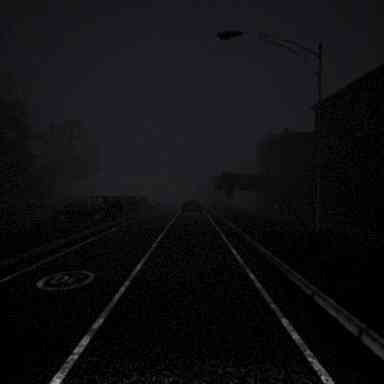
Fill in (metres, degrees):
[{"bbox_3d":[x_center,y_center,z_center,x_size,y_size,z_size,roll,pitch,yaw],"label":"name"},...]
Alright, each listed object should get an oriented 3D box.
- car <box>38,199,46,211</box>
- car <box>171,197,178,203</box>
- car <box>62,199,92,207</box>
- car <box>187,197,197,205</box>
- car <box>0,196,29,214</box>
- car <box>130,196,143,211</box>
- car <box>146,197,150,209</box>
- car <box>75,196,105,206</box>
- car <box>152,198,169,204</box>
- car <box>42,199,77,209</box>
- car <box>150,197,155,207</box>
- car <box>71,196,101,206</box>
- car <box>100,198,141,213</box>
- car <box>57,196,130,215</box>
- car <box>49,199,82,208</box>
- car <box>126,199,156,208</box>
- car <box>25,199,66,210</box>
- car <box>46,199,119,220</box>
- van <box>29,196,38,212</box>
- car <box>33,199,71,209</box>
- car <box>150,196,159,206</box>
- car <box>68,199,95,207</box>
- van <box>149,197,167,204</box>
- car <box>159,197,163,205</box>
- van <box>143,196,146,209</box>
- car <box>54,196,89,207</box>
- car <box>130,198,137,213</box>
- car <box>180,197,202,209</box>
[{"bbox_3d":[-21.919,1.855,46.717,4.674,1.452,2.002,0,-1,0],"label":"car"},{"bbox_3d":[-3.237,1.982,79.121,2.128,1.511,4.902,0,-1,0],"label":"car"},{"bbox_3d":[-21.935,2.053,63.427,5.008,1.535,2.097,0,-1,0],"label":"car"},{"bbox_3d":[0.010,1.685,60.931,1.812,1.442,4.674,0,-1,0],"label":"car"},{"bbox_3d":[-21.886,1.576,38.368,4.553,1.767,2.185,0,-1,0],"label":"car"},{"bbox_3d":[-8.866,1.451,38.409,5.566,2.045,2.435,0,-1,0],"label":"car"},{"bbox_3d":[-8.836,1.816,46.814,4.892,1.521,2.231,0,-1,0],"label":"car"},{"bbox_3d":[-21.922,1.937,71.661,5.566,2.045,2.435,0,-1,0],"label":"car"},{"bbox_3d":[-8.867,2.451,94.463,4.553,1.767,2.185,0,-1,0],"label":"car"},{"bbox_3d":[-21.900,1.960,55.073,4.792,1.488,2.163,0,-1,0],"label":"car"},{"bbox_3d":[-8.842,1.893,52.420,5.008,1.535,2.097,0,-1,0],"label":"car"},{"bbox_3d":[-21.918,1.891,68.999,5.566,2.045,2.435,0,-1,0],"label":"car"},{"bbox_3d":[-8.806,1.612,41.208,4.553,1.767,2.185,0,-1,0],"label":"car"},{"bbox_3d":[-8.869,1.359,30.000,5.566,2.045,2.435,0,-1,0],"label":"car"},{"bbox_3d":[-21.962,1.999,57.858,4.792,1.488,2.163,0,-1,0],"label":"car"},{"bbox_3d":[-8.849,1.972,58.031,4.892,1.521,2.231,0,-1,0],"label":"car"},{"bbox_3d":[-21.738,1.850,49.503,5.366,1.575,1.946,0,-1,0],"label":"car"},{"bbox_3d":[-8.837,1.587,27.197,4.892,1.521,2.231,0,0,0],"label":"car"},{"bbox_3d":[-22.034,1.511,41.149,4.442,1.987,1.878,0,-1,0],"label":"van"},{"bbox_3d":[-21.921,1.892,52.289,5.008,1.535,2.097,0,-1,0],"label":"car"},{"bbox_3d":[-8.879,1.681,55.227,5.566,2.045,2.435,0,-1,0],"label":"car"},{"bbox_3d":[-21.941,2.135,66.087,4.674,1.452,2.002,0,-1,0],"label":"car"},{"bbox_3d":[-8.771,2.207,86.056,4.442,1.987,1.878,0,-1,0],"label":"van"},{"bbox_3d":[-8.859,2.099,66.435,5.008,1.535,2.097,0,-1,0],"label":"car"},{"bbox_3d":[-8.723,1.551,44.014,4.442,1.987,1.878,0,-1,0],"label":"van"},{"bbox_3d":[-21.908,1.759,60.645,5.566,2.045,2.435,0,-1,0],"label":"car"},{"bbox_3d":[-8.844,1.668,35.601,4.892,1.521,2.231,0,-1,0],"label":"car"},{"bbox_3d":[0.006,1.298,30.094,1.994,1.385,4.181,0,0,0],"label":"car"}]
